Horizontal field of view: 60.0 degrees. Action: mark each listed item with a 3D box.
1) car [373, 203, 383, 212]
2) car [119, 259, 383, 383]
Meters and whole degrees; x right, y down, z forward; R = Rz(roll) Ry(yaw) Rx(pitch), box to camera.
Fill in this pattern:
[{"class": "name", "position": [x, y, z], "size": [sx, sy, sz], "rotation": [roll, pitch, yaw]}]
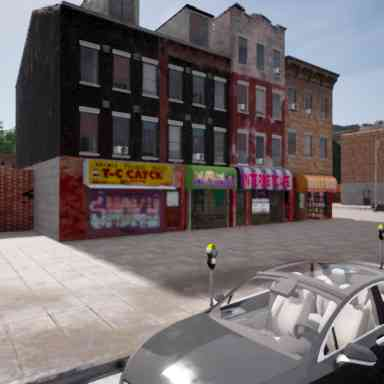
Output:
[{"class": "car", "position": [21.214, 1.527, 33.771], "size": [1.895, 1.301, 4.718], "rotation": [0, 0, -36]}, {"class": "car", "position": [1.353, 1.551, 3.760], "size": [4.403, 1.369, 2.008], "rotation": [0, 0, -35]}]
